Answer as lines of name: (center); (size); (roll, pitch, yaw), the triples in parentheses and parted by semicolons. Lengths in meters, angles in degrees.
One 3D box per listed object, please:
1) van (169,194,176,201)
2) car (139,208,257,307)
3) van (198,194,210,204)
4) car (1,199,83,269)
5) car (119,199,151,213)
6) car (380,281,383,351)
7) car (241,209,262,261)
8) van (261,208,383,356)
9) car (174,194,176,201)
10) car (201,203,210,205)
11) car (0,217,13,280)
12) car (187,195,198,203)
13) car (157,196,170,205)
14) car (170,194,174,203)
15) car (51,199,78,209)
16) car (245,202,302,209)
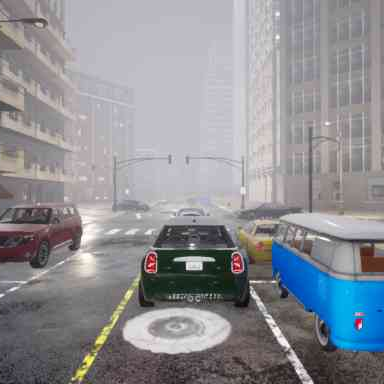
van: (-5.470, 1.542, 93.731); (1.690, 1.788, 3.998); (0, 0, 0)
car: (0.050, 1.355, 8.120); (2.097, 1.767, 4.553); (0, 0, 0)
van: (2.467, 1.429, 60.431); (1.690, 1.788, 3.998); (0, 0, 0)
car: (-5.328, 1.321, 11.416); (2.192, 1.841, 5.009); (0, 0, 0)
car: (-6.560, 1.558, 37.779); (1.837, 1.490, 4.892); (0, -1, -41)
car: (2.569, 1.526, 0.536); (1.752, 1.417, 4.829); (0, 0, 0)
car: (2.550, 1.531, 11.606); (1.752, 1.417, 4.829); (0, 0, 0)
van: (2.561, 1.343, 5.900); (1.690, 1.788, 3.998); (0, 0, 0)
car: (-5.443, 1.705, 77.075); (1.947, 1.339, 4.313); (0, 0, 0)
car: (-0.029, 1.536, 17.164); (1.812, 1.442, 4.674); (0, 0, 0)
car: (-5.319, 1.442, 5.880); (1.967, 1.590, 4.097); (0, 0, 0)
car: (-0.124, 1.615, 76.471); (1.882, 1.535, 5.008); (0, 0, 0)
car: (-5.413, 1.613, 60.247); (1.752, 1.417, 4.829); (0, 0, 0)
car: (-5.433, 1.561, 71.523); (1.967, 1.590, 4.097); (0, 0, 0)
car: (-18.790, 1.762, 48.966); (4.181, 1.385, 1.994); (0, -1, 40)
car: (5.926, 1.491, 25.843); (5.357, 1.411, 2.033); (-1, 0, -7)
